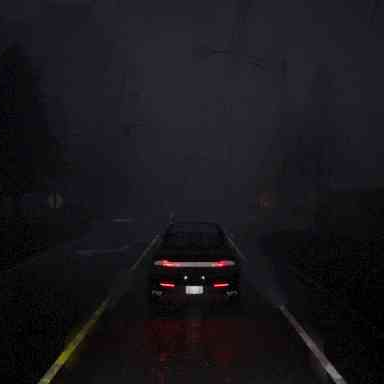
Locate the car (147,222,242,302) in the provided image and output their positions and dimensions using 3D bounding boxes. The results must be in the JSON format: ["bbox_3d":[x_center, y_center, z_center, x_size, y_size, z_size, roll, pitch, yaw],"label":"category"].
[{"bbox_3d":[0.064,1.491,8.222,2.128,1.511,4.902,0,0,1],"label":"car"}]

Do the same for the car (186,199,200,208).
[{"bbox_3d":[0.180,1.599,46.574,1.895,1.301,4.718,0,0,0],"label":"car"}]

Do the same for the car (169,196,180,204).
[{"bbox_3d":[-3.452,1.562,66.081,1.994,1.385,4.181,0,0,1],"label":"car"}]

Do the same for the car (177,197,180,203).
[{"bbox_3d":[-3.520,1.476,56.110,1.882,1.535,5.008,0,0,0],"label":"car"}]

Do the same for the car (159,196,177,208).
[{"bbox_3d":[-3.530,1.524,46.821,1.812,1.442,4.674,0,0,0],"label":"car"}]

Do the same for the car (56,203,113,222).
[{"bbox_3d":[-8.339,1.575,26.025,4.181,1.385,1.994,0,0,-7],"label":"car"}]
